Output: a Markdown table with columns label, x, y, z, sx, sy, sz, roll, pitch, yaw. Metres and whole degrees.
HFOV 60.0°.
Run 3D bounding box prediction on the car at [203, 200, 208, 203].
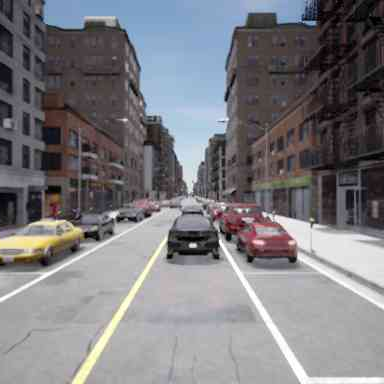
| label | x | y | z | sx | sy | sz | roll | pitch | yaw |
| --- | --- | --- | --- | --- | --- | --- | --- | --- | --- |
| car | 2.639 | 2.031 | 40.751 | 2.008 | 1.369 | 4.403 | 0 | -1 | 0 |

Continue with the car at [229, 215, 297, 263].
| label | x | y | z | sx | sy | sz | roll | pitch | yaw |
| --- | --- | --- | --- | --- | --- | --- | --- | --- | --- |
| car | 2.638 | 1.732 | 12.347 | 1.802 | 1.307 | 4.206 | 0 | -1 | 0 |

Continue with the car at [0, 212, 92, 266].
| label | x | y | z | sx | sy | sz | roll | pitch | yaw |
| --- | --- | --- | --- | --- | --- | --- | --- | --- | --- |
| car | -5.388 | 1.673 | 12.171 | 1.752 | 1.417 | 4.829 | 0 | -1 | 0 |

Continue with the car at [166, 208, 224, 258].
| label | x | y | z | sx | sy | sz | roll | pitch | yaw |
| --- | --- | --- | --- | --- | --- | --- | --- | --- | --- |
| car | 0.054 | 1.640 | 13.469 | 1.882 | 1.535 | 5.008 | 0 | 0 | 0 |

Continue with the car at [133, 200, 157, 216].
| label | x | y | z | sx | sy | sz | roll | pitch | yaw |
| --- | --- | --- | --- | --- | --- | --- | --- | --- | --- |
| car | -5.387 | 1.728 | 35.069 | 2.192 | 1.841 | 5.009 | 0 | -1 | 0 |

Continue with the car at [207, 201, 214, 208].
| label | x | y | z | sx | sy | sz | roll | pitch | yaw |
| --- | --- | --- | --- | --- | --- | --- | --- | --- | --- |
| car | 2.638 | 1.788 | 29.391 | 1.967 | 1.590 | 4.097 | 0 | -1 | 0 |

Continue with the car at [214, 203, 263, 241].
| label | x | y | z | sx | sy | sz | roll | pitch | yaw |
| --- | --- | --- | --- | --- | --- | --- | --- | --- | --- |
| car | 2.638 | 1.531 | 18.031 | 2.192 | 1.841 | 5.009 | 0 | -1 | 0 |

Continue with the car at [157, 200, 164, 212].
| label | x | y | z | sx | sy | sz | roll | pitch | yaw |
| --- | --- | --- | --- | --- | --- | --- | --- | --- | --- |
| car | -5.386 | 1.985 | 46.431 | 1.967 | 1.590 | 4.097 | 0 | -1 | 0 |

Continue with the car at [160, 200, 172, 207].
| label | x | y | z | sx | sy | sz | roll | pitch | yaw |
| --- | --- | --- | --- | --- | --- | --- | --- | --- | --- |
| car | -5.385 | 2.357 | 69.155 | 2.008 | 1.369 | 4.403 | 0 | -1 | 0 |

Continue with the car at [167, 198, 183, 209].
| label | x | y | z | sx | sy | sz | roll | pitch | yaw |
| --- | --- | --- | --- | --- | --- | --- | --- | --- | --- |
| car | -2.804 | 2.238 | 57.655 | 1.994 | 1.385 | 4.181 | 0 | -1 | 0 |

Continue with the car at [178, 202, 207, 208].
| label | x | y | z | sx | sy | sz | roll | pitch | yaw |
| --- | --- | --- | --- | --- | --- | --- | --- | --- | --- |
| car | 0.046 | 1.830 | 27.375 | 1.837 | 1.490 | 4.892 | 0 | 0 | 0 |

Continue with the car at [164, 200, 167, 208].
| label | x | y | z | sx | sy | sz | roll | pitch | yaw |
| --- | --- | --- | --- | --- | --- | --- | --- | --- | --- |
| car | -5.386 | 2.323 | 63.473 | 1.802 | 1.307 | 4.206 | 0 | -1 | 0 |

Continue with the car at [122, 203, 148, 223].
| label | x | y | z | sx | sy | sz | roll | pitch | yaw |
| --- | --- | --- | --- | --- | --- | --- | --- | --- | --- |
| car | -5.387 | 1.913 | 29.385 | 1.947 | 1.339 | 4.313 | 0 | -1 | 0 |

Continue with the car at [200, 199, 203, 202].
| label | x | y | z | sx | sy | sz | roll | pitch | yaw |
| --- | --- | --- | --- | --- | --- | --- | --- | --- | --- |
| car | 2.639 | 2.177 | 52.113 | 1.947 | 1.339 | 4.313 | 0 | -1 | 0 |

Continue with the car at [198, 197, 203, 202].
| label | x | y | z | sx | sy | sz | roll | pitch | yaw |
| --- | --- | --- | --- | --- | --- | --- | --- | --- | --- |
| car | 2.640 | 2.269 | 63.645 | 1.752 | 1.417 | 4.829 | 0 | -1 | 0 |

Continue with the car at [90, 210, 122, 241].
| label | x | y | z | sx | sy | sz | roll | pitch | yaw |
| --- | --- | --- | --- | --- | --- | --- | --- | --- | --- |
| car | -5.387 | 1.781 | 18.022 | 1.947 | 1.339 | 4.313 | 0 | -1 | 0 |
